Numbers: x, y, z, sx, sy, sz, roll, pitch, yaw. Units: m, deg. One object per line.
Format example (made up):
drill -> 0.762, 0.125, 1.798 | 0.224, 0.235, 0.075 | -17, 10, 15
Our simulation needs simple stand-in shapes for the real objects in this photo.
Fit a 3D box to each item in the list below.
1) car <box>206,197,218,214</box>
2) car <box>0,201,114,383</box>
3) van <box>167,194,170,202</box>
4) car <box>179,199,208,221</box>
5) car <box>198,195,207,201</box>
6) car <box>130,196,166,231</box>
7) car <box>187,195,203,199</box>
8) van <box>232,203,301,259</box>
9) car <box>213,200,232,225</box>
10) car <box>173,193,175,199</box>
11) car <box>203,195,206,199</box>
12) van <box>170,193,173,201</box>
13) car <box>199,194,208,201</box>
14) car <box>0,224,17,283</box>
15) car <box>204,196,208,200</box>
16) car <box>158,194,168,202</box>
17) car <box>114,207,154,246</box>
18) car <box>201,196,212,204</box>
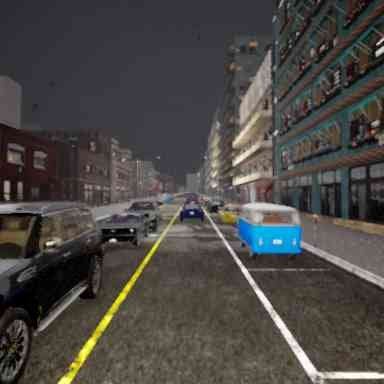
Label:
car -> 2.697, 1.548, 34.663 | 1.947, 1.339, 4.313 | 1, 0, 0
car -> -3.089, 1.220, 5.574 | 2.150, 2.045, 5.566 | 0, 0, 0
van -> -5.682, 1.288, 62.523 | 1.690, 1.788, 3.998 | 1, 0, 0
car -> 0.013, 1.553, 27.144 | 1.994, 1.385, 4.181 | 0, 0, 0
car -> 2.692, 1.461, 84.887 | 2.008, 1.369, 4.403 | 1, 0, 0
car -> -3.003, 1.344, 20.500 | 2.097, 1.767, 4.553 | 0, 0, 0
car -> 0.058, 1.324, 42.746 | 2.097, 1.767, 4.553 | 0, 0, 0
van -> 2.703, 1.338, 12.340 | 1.690, 1.788, 3.998 | 1, 0, 0
car -> 2.699, 1.517, 23.670 | 1.752, 1.417, 4.829 | 1, 0, 0
car -> -5.689, 1.455, 84.844 | 1.887, 1.381, 4.507 | 1, 0, 0
car -> 2.696, 1.507, 51.405 | 1.887, 1.381, 4.507 | 1, 0, 0
van -> -5.684, 1.271, 73.683 | 1.690, 1.788, 3.998 | 1, 0, 0
car -> 2.694, 1.361, 79.307 | 1.967, 1.590, 4.097 | 1, 0, 0
car -> -5.679, 1.543, 6.721 | 1.887, 1.381, 4.507 | 1, 0, 0
car -> 2.697, 1.542, 40.243 | 1.947, 1.339, 4.313 | 1, 0, 0
car -> -5.685, 1.521, 56.943 | 1.947, 1.339, 4.313 | 1, 0, 0
car -> -3.091, 1.596, 15.305 | 1.895, 1.301, 4.718 | 0, 0, 0
car -> 2.695, 1.498, 62.567 | 2.008, 1.369, 4.403 | 1, 0, 0
